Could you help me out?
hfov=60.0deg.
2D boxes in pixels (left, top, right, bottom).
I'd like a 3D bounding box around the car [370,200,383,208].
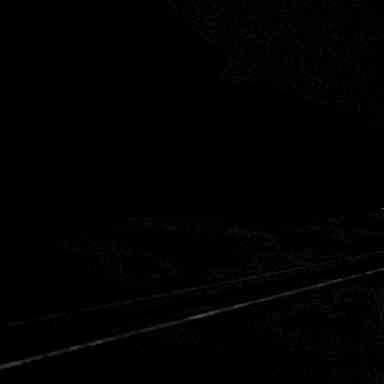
[{"bbox_3d":[30.692,1.946,54.650,1.994,1.385,4.181,2,0,-8],"label":"car"}]
